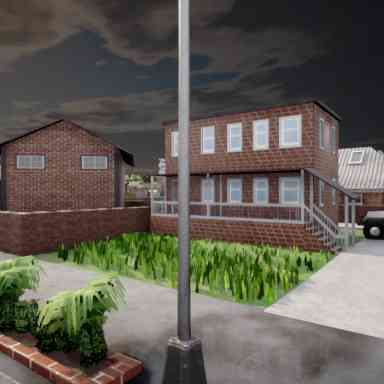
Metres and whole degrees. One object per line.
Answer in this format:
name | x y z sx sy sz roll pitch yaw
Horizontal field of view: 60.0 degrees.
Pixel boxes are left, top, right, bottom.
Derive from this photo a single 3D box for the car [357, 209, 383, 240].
car | 8.506 0.973 12.581 3.866 1.878 1.905 0 0 36
